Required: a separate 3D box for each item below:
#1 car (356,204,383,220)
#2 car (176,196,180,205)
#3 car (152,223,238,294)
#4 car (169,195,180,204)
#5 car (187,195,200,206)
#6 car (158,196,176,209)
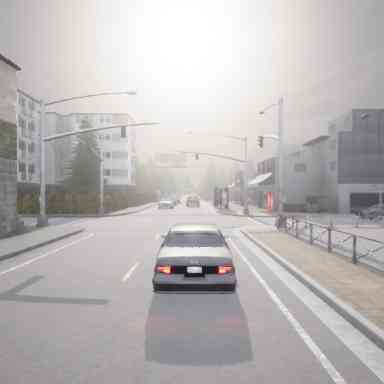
[{"bbox_3d":[16.756,1.740,29.296,4.181,1.385,1.994,0,0,0],"label":"car"},{"bbox_3d":[-3.508,1.505,55.834,1.837,1.490,4.892,0,0,0],"label":"car"},{"bbox_3d":[0.072,1.547,8.922,2.033,1.411,5.357,0,0,1],"label":"car"},{"bbox_3d":[-3.440,1.478,65.975,1.882,1.535,5.008,0,0,0],"label":"car"},{"bbox_3d":[0.178,1.352,55.250,2.097,1.767,4.553,0,0,0],"label":"car"},{"bbox_3d":[-3.534,1.526,45.830,1.812,1.442,4.674,0,0,0],"label":"car"}]
